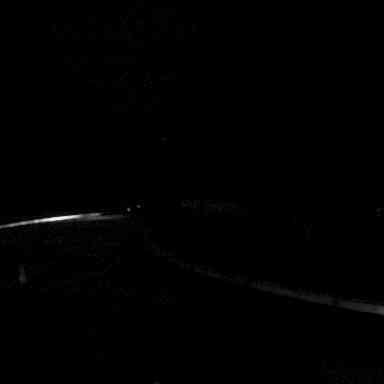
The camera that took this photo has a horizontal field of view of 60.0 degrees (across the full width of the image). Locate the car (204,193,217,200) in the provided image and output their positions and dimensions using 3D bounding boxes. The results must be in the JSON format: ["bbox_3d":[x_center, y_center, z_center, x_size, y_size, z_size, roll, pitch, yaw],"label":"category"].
[{"bbox_3d":[3.834,0.917,68.388,1.882,1.535,5.008,0,0,18],"label":"car"}]

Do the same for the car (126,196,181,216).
[{"bbox_3d":[-3.063,1.064,26.901,2.128,1.511,4.902,1,1,45],"label":"car"}]
